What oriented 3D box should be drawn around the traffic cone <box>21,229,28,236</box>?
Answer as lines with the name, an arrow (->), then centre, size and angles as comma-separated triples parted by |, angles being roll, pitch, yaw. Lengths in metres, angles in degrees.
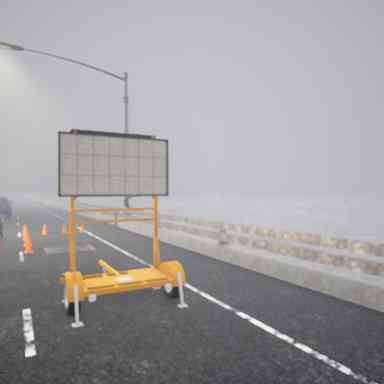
traffic cone -> -7.238, 2.044, 14.608 | 0.340, 0.580, 0.340 | 0, 0, -28

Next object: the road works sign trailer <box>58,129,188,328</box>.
road works sign trailer -> -1.716, 0.500, 7.357 | 2.380, 3.560, 2.880 | 0, 0, -28

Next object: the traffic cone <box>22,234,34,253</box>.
traffic cone -> -6.301, 2.033, 12.841 | 0.340, 0.580, 0.340 | 0, 0, -28

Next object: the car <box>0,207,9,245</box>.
car -> -9.894, 1.653, 15.536 | 2.033, 1.411, 5.357 | 0, 0, -28

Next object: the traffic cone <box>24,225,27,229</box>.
traffic cone -> -8.175, 2.055, 16.375 | 0.340, 0.580, 0.340 | 0, 0, -28

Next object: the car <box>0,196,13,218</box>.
car -> -18.408, 1.424, 31.591 | 2.150, 2.045, 5.566 | 0, 0, -28
